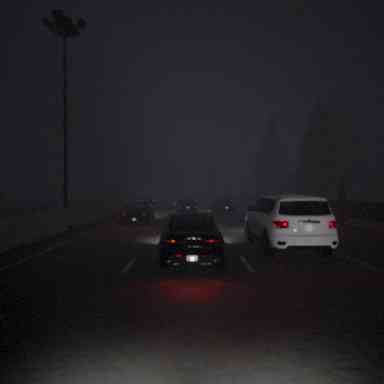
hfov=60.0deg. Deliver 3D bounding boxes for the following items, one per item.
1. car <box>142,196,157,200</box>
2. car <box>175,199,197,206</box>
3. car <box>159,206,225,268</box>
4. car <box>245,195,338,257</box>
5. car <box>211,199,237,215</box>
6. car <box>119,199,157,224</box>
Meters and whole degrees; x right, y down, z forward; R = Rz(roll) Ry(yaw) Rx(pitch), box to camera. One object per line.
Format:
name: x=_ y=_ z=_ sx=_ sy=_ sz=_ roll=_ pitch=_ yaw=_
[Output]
car: x=-5.233 y=1.194 z=39.495 sx=2.128 sy=1.511 sz=4.902 roll=0 pitch=1 yaw=-9
car: x=-0.530 y=1.311 z=30.083 sx=2.033 sy=1.411 sz=5.357 roll=0 pitch=0 yaw=-4
car: x=-0.023 y=1.418 z=10.881 sx=1.837 sy=1.490 sz=4.892 roll=0 pitch=0 yaw=-1
car: x=3.455 y=1.113 z=12.566 sx=2.150 sy=2.045 sz=5.566 roll=0 pitch=0 yaw=-1
car: x=2.874 y=1.314 z=30.826 sx=1.994 sy=1.385 sz=4.181 roll=0 pitch=0 yaw=-4
car: x=-3.710 y=1.426 z=23.222 sx=1.895 sy=1.301 sz=4.718 roll=0 pitch=0 yaw=-2
